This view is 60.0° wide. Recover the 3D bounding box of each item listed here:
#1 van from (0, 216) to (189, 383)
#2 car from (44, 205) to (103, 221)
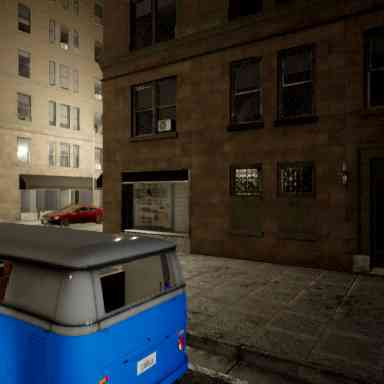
[{"bbox_3d":[-1.966,1.341,4.085,3.998,1.788,1.690,0,0,33],"label":"van"},{"bbox_3d":[-7.950,1.613,22.805,1.812,1.442,4.674,0,0,33],"label":"car"}]
